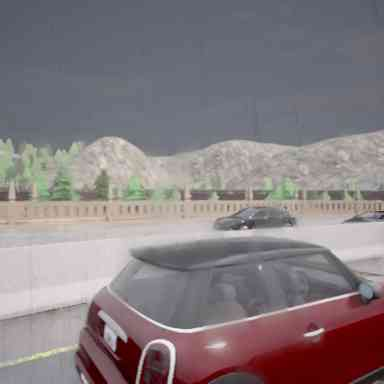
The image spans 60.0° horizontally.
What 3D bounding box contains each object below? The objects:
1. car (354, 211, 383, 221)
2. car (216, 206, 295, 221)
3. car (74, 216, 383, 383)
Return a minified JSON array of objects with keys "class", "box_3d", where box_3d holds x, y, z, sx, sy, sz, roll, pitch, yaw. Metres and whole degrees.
[{"class":"car","box_3d":[9.437,1.667,16.965,4.181,1.385,1.994,0,0,-24]},{"class":"car","box_3d":[3.457,1.565,17.943,4.892,1.490,1.837,0,0,-27]},{"class":"car","box_3d":[1.032,1.365,4.189,4.553,1.767,2.097,1,0,-33]}]
